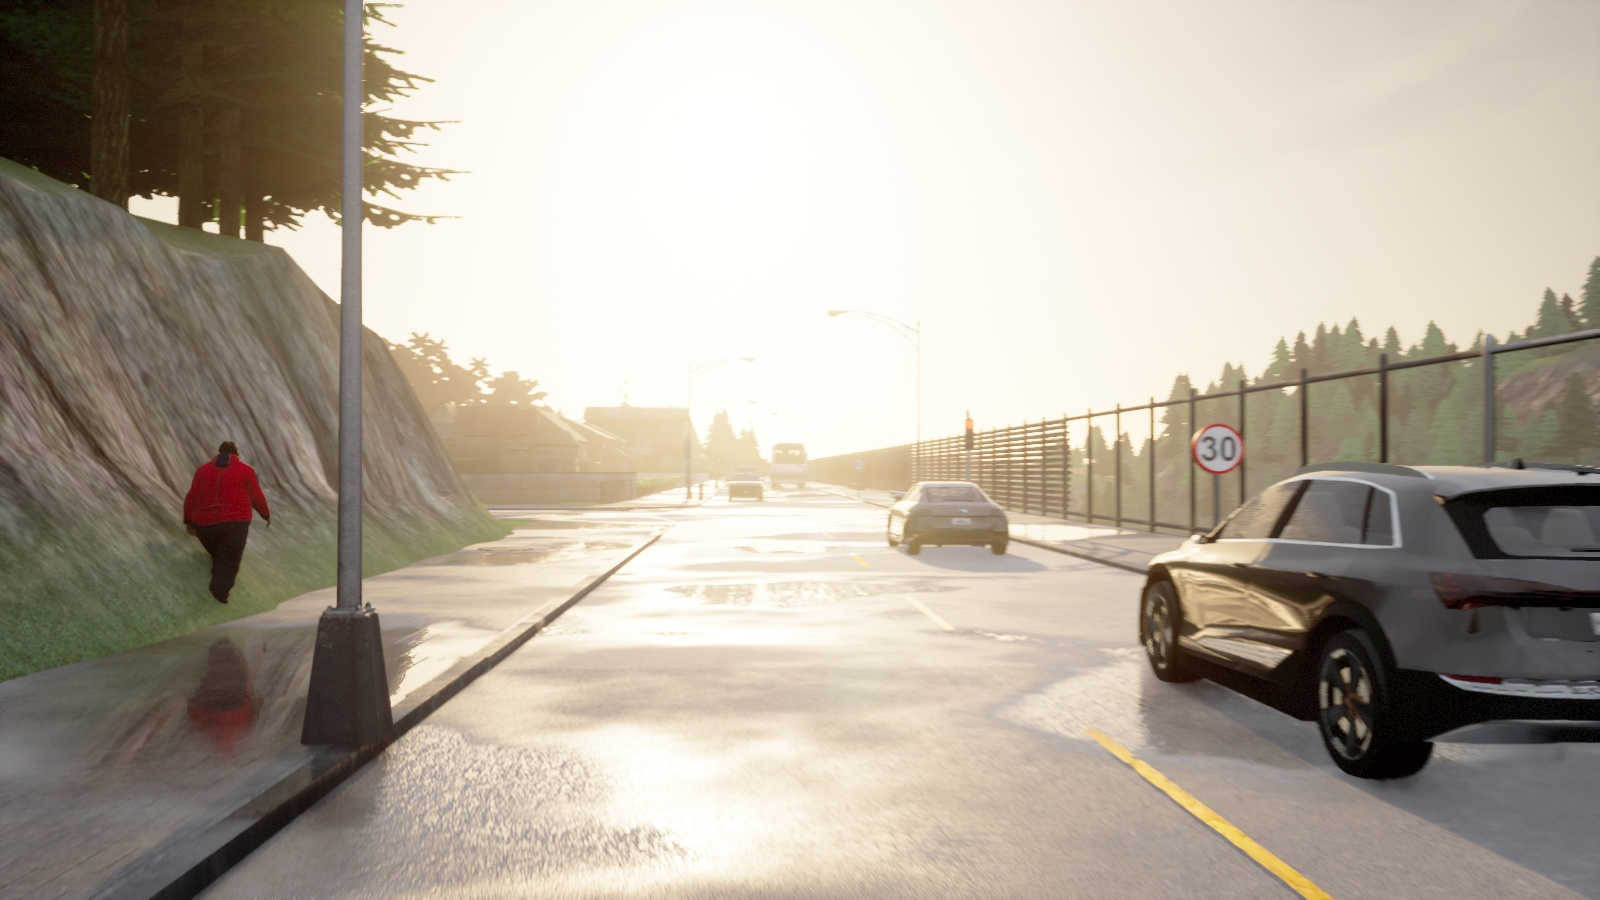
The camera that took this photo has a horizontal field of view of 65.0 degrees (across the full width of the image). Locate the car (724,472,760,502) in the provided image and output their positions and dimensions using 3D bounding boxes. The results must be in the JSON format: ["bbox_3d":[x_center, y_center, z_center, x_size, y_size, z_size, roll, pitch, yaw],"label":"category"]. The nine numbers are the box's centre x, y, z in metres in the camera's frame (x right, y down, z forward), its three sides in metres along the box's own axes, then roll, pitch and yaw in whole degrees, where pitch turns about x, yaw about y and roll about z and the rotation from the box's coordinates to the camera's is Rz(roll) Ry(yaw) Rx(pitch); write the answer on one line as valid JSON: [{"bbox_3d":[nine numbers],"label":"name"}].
[{"bbox_3d":[-3.201,2.009,68.911,1.882,1.535,5.008,0,-1,-3],"label":"car"}]

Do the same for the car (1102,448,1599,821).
[{"bbox_3d":[3.652,0.858,8.058,2.033,1.649,4.856,0,-1,-3],"label":"car"}]

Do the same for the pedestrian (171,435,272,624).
[{"bbox_3d":[-5.848,0.787,12.740,0.634,1.844,0.899,0,-1,-3],"label":"pedestrian"}]

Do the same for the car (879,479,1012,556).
[{"bbox_3d":[2.809,1.296,25.239,1.994,1.385,4.181,0,-1,-3],"label":"car"}]
